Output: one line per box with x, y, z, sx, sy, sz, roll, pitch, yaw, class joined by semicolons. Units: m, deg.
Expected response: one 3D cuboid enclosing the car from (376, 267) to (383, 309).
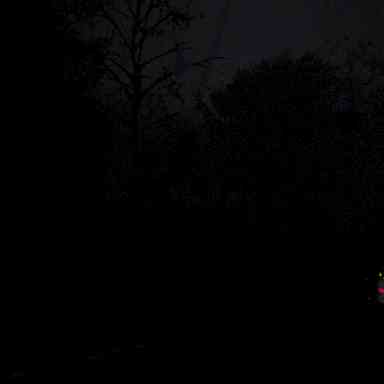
5.432;1.585;6.250;4.674;1.442;1.812;0;0;-29;car
